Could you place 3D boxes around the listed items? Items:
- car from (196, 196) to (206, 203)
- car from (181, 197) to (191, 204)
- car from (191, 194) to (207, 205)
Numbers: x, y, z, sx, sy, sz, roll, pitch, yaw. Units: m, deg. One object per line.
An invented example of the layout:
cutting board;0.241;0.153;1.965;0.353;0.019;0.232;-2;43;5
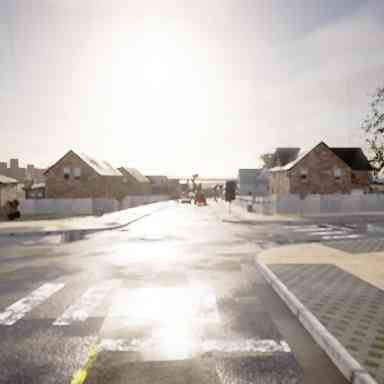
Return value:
car;2.021;1.563;72.504;1.994;1.385;4.181;0;0;3
car;-1.036;1.667;66.396;2.033;1.411;5.357;0;0;3
car;1.523;1.323;62.124;2.150;2.045;5.566;0;0;3
